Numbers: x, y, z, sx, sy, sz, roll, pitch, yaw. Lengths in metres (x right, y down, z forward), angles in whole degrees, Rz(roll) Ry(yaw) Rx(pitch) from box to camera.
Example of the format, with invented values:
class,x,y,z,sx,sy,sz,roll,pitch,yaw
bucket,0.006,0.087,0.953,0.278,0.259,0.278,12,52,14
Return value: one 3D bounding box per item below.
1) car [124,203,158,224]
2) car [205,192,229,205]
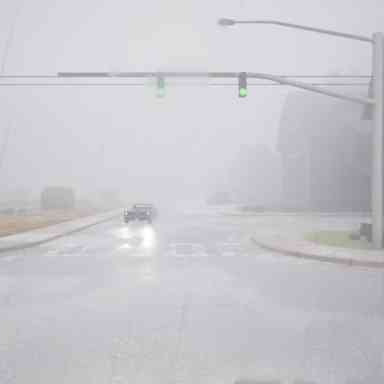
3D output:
class,x,y,z,sx,sy,sz,roll,pitch,yaw
car,-3.660,1.507,24.300,1.895,1.301,4.718,0,0,0
car,3.988,0.958,52.909,1.905,1.878,3.866,-8,4,-42
